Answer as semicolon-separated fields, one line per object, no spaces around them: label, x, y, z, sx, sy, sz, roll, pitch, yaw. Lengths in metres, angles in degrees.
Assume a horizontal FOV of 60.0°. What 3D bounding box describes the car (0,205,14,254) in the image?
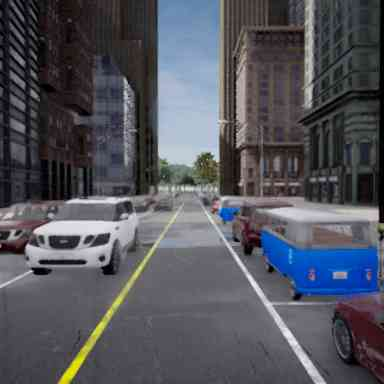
car;-5.777;1.277;12.362;2.192;1.841;5.009;-1;0;0

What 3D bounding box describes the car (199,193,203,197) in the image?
car;2.746;1.339;59.009;2.008;1.369;4.403;-1;0;0

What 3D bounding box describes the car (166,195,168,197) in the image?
car;-5.779;1.375;58.484;1.802;1.307;4.206;-1;0;0

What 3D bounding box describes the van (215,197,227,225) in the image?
van;2.785;1.264;23.332;1.690;1.788;3.998;-1;0;0

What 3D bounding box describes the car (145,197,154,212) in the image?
car;-5.778;1.318;36.971;1.967;1.590;4.097;-1;0;0

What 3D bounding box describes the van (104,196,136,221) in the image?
van;-5.778;1.253;27.020;1.690;1.788;3.998;-1;0;0

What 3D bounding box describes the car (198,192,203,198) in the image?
car;2.745;1.264;69.585;1.752;1.417;4.829;-1;0;0

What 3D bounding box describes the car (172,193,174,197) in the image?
car;-5.781;1.279;74.618;1.947;1.339;4.313;-1;0;0

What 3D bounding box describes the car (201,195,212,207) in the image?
car;2.747;1.398;48.603;1.947;1.339;4.313;-1;0;0

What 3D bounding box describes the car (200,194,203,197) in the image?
car;2.747;1.377;53.807;1.947;1.339;4.313;-1;0;0

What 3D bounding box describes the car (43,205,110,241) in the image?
car;-5.774;1.490;17.249;1.887;1.381;4.507;-1;0;0

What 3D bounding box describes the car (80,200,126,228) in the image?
car;-5.776;1.369;22.134;1.967;1.590;4.097;-1;0;0

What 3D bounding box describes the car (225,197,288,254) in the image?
car;2.774;1.272;13.157;2.192;1.841;5.009;-1;0;0

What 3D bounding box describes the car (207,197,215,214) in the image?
car;2.749;1.472;32.996;1.802;1.307;4.206;-1;0;0

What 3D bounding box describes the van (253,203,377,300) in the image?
van;2.769;1.315;8.070;1.690;1.788;3.998;-1;0;0

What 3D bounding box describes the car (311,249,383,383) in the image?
car;2.767;1.572;2.983;1.802;1.307;4.206;-1;0;0

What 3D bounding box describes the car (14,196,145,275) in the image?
car;-3.089;1.189;10.707;2.150;2.045;5.566;0;0;0

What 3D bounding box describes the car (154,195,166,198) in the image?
car;-5.779;1.361;53.106;1.887;1.381;4.507;-1;0;0

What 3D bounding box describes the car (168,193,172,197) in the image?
car;-5.780;1.293;69.239;2.008;1.369;4.403;-1;0;0

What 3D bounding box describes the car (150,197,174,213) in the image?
car;-3.004;1.525;35.695;1.895;1.301;4.718;0;0;0
